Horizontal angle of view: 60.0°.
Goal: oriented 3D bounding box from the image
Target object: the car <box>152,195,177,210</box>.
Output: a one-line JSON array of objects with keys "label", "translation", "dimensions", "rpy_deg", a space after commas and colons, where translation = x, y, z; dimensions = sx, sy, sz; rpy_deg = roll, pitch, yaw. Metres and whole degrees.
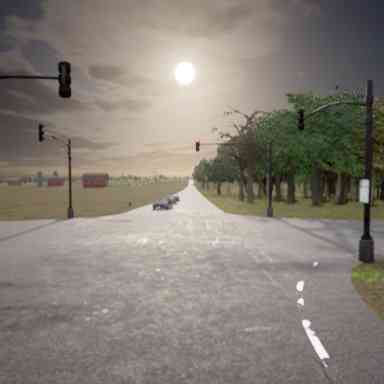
[{"label": "car", "translation": [-3.498, 1.345, 40.689], "dimensions": [2.033, 1.411, 5.357], "rpy_deg": [0, 0, 5]}]

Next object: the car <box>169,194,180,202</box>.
[{"label": "car", "translation": [-3.420, 1.178, 65.078], "dimensions": [1.895, 1.301, 4.718], "rpy_deg": [0, 1, 1]}]

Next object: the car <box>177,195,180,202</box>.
[{"label": "car", "translation": [-3.490, 1.189, 53.148], "dimensions": [2.128, 1.511, 4.902], "rpy_deg": [0, 0, 1]}]
